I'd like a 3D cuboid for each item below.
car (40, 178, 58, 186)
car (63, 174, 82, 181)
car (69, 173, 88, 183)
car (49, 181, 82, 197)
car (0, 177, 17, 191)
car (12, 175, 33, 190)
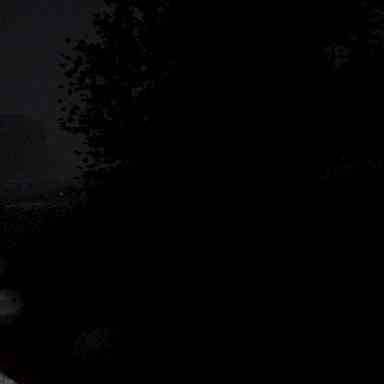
[{"bbox_3d":[-26.208,-1.899,61.123,2.163,1.488,4.792,0,4,-1],"label":"car"},{"bbox_3d":[-26.340,-2.657,72.184,2.231,1.521,4.892,0,4,-1],"label":"car"},{"bbox_3d":[-26.408,-3.270,77.646,2.435,2.045,5.566,0,4,-1],"label":"car"},{"bbox_3d":[-14.142,-0.222,38.057,1.895,1.301,4.718,0,4,-1],"label":"car"},{"bbox_3d":[-25.998,-0.822,44.304,1.946,1.575,5.366,0,4,-1],"label":"car"},{"bbox_3d":[-26.066,-1.452,50.083,2.435,2.045,5.566,0,4,-1],"label":"car"}]
